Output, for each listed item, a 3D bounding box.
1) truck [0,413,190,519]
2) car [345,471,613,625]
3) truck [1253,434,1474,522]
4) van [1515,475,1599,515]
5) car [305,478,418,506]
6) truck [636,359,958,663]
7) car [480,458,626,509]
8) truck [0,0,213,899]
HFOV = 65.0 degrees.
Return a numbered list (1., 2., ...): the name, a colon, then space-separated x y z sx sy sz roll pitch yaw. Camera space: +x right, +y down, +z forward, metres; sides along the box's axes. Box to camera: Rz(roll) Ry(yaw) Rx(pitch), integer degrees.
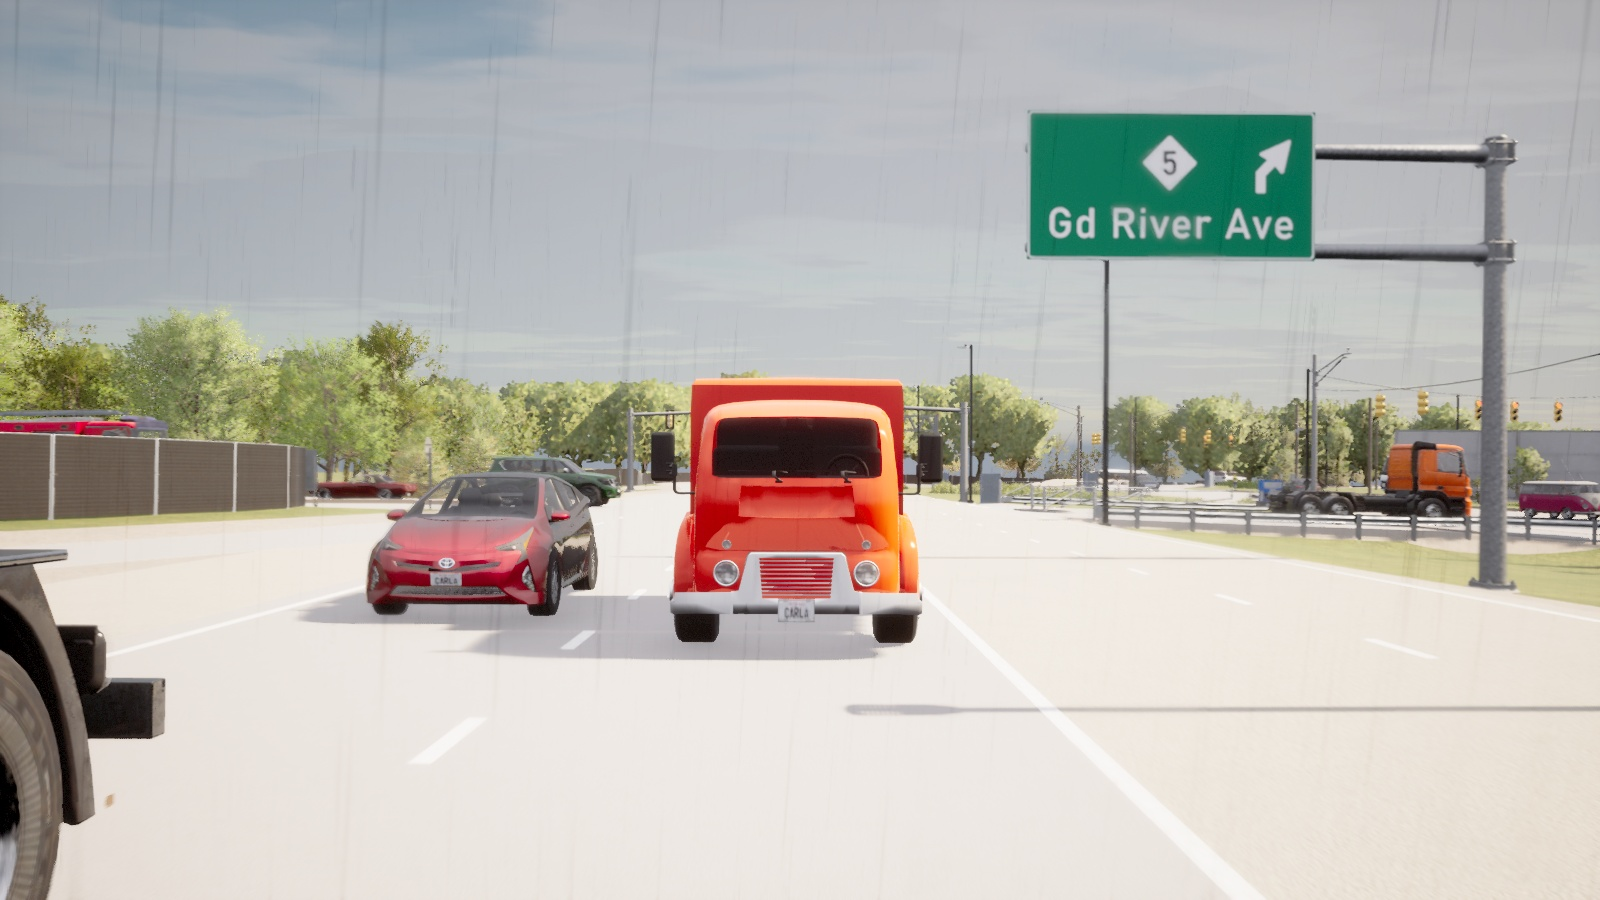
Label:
1. truck: -28.518 0.624 48.484 8.468 3.827 2.891 -1 0 -1
2. car: -3.535 1.017 14.778 2.007 1.525 4.514 0 -1 0
3. truck: 23.378 1.154 52.355 7.936 3.462 2.891 1 -1 -1
4. van: 39.327 2.277 64.753 1.775 1.987 4.442 0 -1 -10
5. car: -20.870 1.983 59.850 4.718 1.301 1.895 0 -1 0
6. truck: -0.032 0.539 12.860 2.627 2.467 5.204 0 -1 0
7. car: -10.165 1.390 51.986 5.566 2.045 2.150 0 -1 3
8. truck: -3.505 -0.146 0.446 2.891 3.462 7.936 0 -1 0
